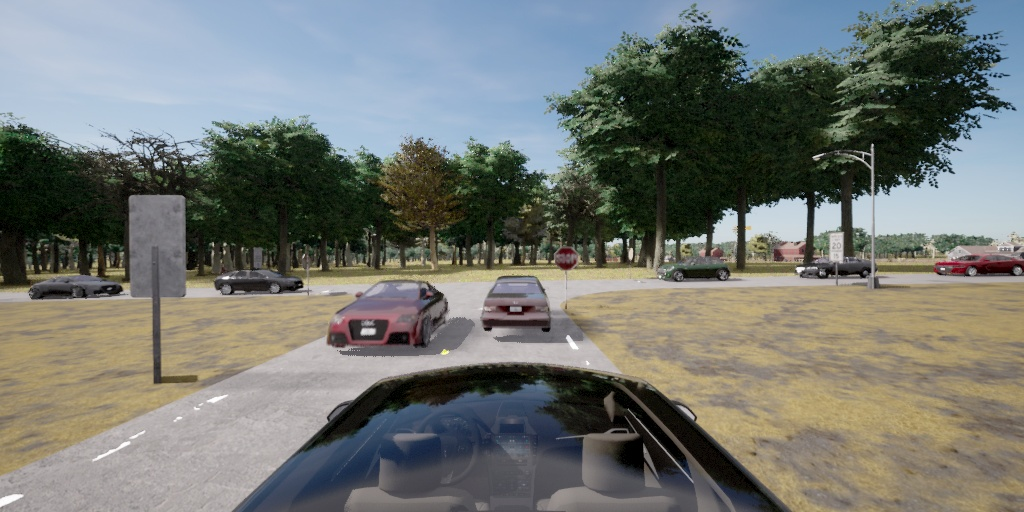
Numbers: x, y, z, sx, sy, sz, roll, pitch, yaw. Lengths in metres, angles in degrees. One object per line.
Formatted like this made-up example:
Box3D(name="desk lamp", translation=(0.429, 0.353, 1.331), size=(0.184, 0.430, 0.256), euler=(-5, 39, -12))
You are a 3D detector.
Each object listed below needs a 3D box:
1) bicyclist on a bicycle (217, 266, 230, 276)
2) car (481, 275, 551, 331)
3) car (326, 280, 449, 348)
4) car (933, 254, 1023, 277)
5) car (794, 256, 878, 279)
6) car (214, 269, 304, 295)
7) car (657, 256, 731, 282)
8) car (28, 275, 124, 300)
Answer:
Box3D(name="bicyclist on a bicycle", translation=(-22.636, 1.613, 28.203), size=(0.582, 1.620, 1.656), euler=(-1, 0, 0))
Box3D(name="car", translation=(0.176, 1.299, 10.989), size=(2.033, 1.411, 5.357), euler=(0, 0, 2))
Box3D(name="car", translation=(-2.854, 1.315, 9.111), size=(1.994, 1.385, 4.181), euler=(0, 0, 0))
Box3D(name="car", translation=(32.675, 0.602, 25.105), size=(5.008, 1.535, 1.882), euler=(-1, 1, 0))
Box3D(name="car", translation=(22.594, 0.781, 25.122), size=(4.902, 1.511, 2.128), euler=(-1, 1, 0))
Box3D(name="car", translation=(-15.596, 1.561, 22.222), size=(4.892, 1.490, 1.837), euler=(0, 1, 0))
Box3D(name="car", translation=(12.575, 0.821, 25.074), size=(4.553, 1.767, 2.097), euler=(-1, 1, -2))
Box3D(name="car", translation=(-26.948, 1.881, 22.240), size=(4.181, 1.385, 1.994), euler=(-1, 1, 0))
